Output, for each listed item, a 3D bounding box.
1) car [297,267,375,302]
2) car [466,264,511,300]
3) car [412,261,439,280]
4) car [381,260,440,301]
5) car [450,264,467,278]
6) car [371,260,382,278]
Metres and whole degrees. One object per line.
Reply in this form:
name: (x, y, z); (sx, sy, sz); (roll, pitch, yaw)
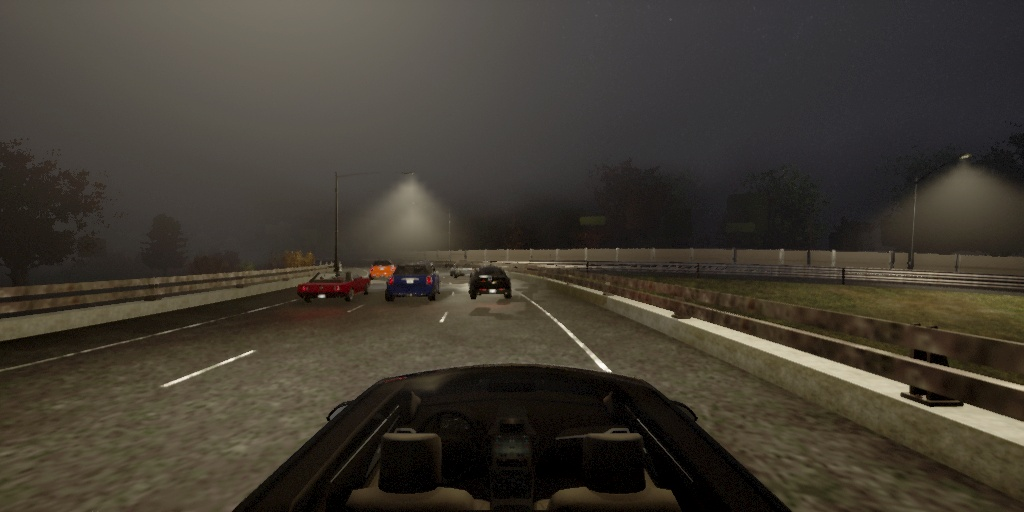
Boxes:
car: (-8.112, 1.364, 16.894); (1.895, 1.301, 4.718); (0, 0, -8)
car: (-1.180, 1.265, 17.868); (1.837, 1.490, 4.892); (0, 0, -8)
car: (-8.002, 1.243, 32.738); (2.128, 1.511, 4.902); (0, 0, -16)
car: (-4.639, 1.114, 17.337); (2.097, 1.767, 4.553); (0, 0, -8)
car: (-4.653, 1.365, 33.755); (1.895, 1.301, 4.718); (0, 0, -16)
car: (-11.351, 1.114, 31.721); (2.097, 1.767, 4.553); (0, 0, -16)
